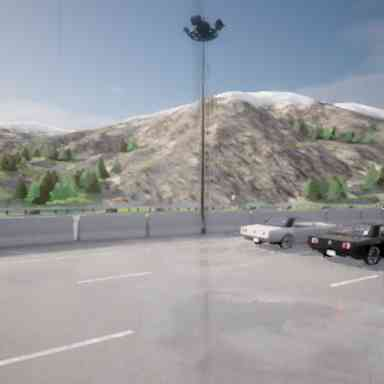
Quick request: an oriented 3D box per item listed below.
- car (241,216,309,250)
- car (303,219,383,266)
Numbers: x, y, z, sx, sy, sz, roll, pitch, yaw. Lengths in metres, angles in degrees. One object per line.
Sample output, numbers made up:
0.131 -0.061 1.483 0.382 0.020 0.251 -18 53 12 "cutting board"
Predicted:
4.586 1.712 14.857 4.718 1.301 1.895 1 0 -29 "car"
6.467 1.711 11.899 4.718 1.301 1.895 1 0 -29 "car"
